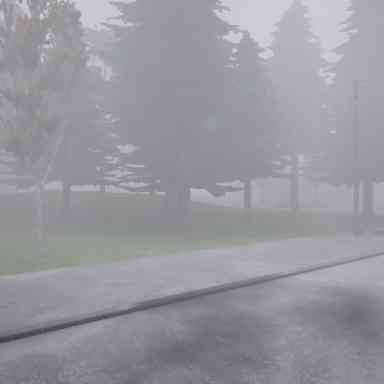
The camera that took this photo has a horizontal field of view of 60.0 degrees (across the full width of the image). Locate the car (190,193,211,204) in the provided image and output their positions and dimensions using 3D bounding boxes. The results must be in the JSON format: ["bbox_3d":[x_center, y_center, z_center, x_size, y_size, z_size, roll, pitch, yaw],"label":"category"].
[{"bbox_3d":[1.267,1.251,62.777,2.150,2.045,5.566,0,0,-35],"label":"car"}]
